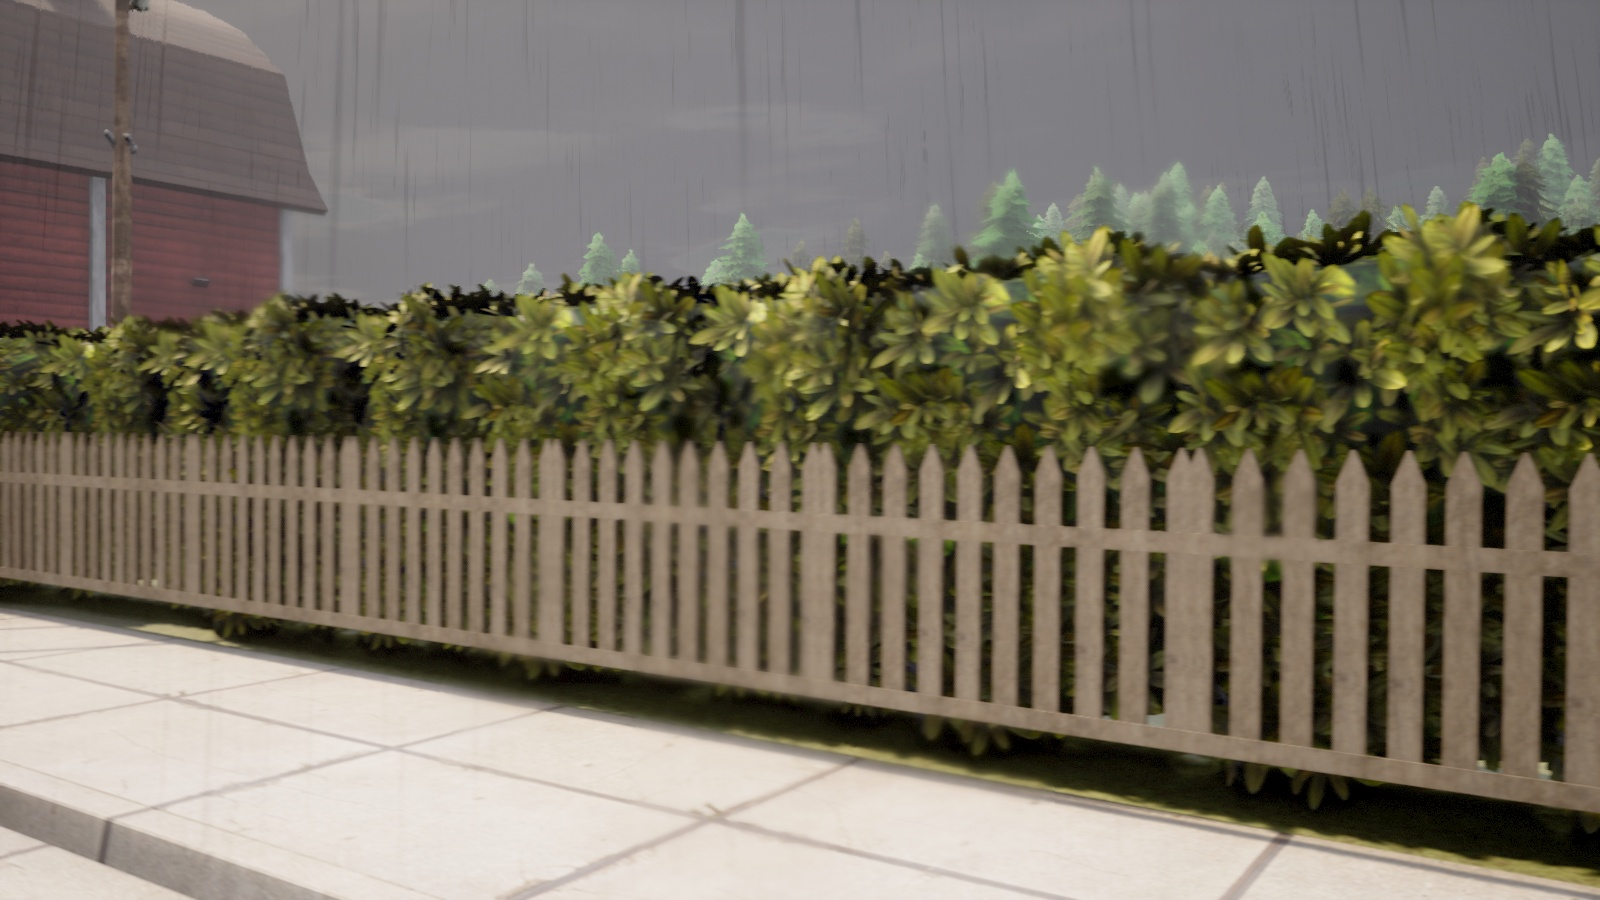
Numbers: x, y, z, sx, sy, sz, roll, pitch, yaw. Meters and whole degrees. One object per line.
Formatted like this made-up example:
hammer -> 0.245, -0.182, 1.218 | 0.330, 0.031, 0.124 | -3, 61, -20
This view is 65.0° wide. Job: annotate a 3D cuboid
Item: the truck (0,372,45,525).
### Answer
truck -> -15.332, -0.002, 20.377 | 5.204, 2.467, 2.627 | -1, 1, -30
